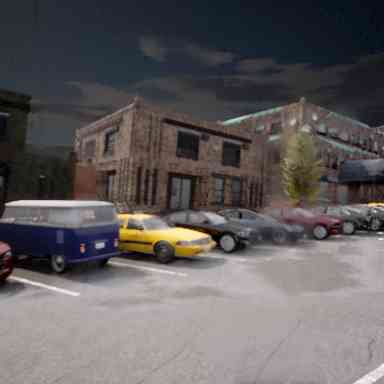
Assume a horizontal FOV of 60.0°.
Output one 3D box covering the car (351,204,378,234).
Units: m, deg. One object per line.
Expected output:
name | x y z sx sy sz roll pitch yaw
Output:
car | 7.590 1.512 19.046 4.892 1.521 2.231 -1 -1 34

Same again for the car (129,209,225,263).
car | -1.735 1.479 12.011 5.366 1.575 1.946 -1 -1 34

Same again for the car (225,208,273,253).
car | 0.473 1.491 13.858 5.008 1.535 2.097 -1 -1 34

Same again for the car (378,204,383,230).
car | 9.962 1.519 20.770 4.892 1.521 2.231 -1 -1 34

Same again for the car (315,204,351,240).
car | 5.212 1.505 17.326 5.008 1.535 2.097 -1 -1 34

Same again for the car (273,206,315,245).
car | 2.870 1.527 15.569 4.792 1.488 2.163 -1 -1 34

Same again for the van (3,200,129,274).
van | -4.356 1.253 10.443 4.442 1.987 1.878 -1 -1 34

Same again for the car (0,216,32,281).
car | -6.630 1.471 8.636 5.008 1.535 2.097 -1 -1 34
